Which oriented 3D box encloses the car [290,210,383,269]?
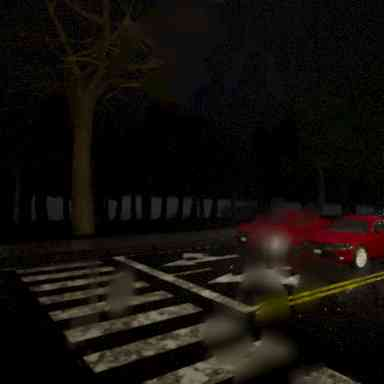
[{"bbox_3d":[5.928,1.598,11.778,5.008,1.535,1.882,1,0,-35],"label":"car"}]

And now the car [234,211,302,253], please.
[{"bbox_3d":[4.041,1.596,14.424,5.008,1.535,1.882,1,0,-35],"label":"car"}]

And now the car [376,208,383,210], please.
[{"bbox_3d":[11.775,1.733,19.950,4.902,1.511,2.128,1,-1,-35],"label":"car"}]
